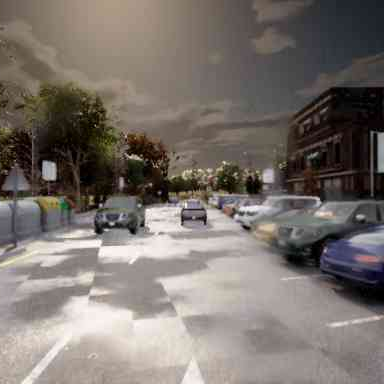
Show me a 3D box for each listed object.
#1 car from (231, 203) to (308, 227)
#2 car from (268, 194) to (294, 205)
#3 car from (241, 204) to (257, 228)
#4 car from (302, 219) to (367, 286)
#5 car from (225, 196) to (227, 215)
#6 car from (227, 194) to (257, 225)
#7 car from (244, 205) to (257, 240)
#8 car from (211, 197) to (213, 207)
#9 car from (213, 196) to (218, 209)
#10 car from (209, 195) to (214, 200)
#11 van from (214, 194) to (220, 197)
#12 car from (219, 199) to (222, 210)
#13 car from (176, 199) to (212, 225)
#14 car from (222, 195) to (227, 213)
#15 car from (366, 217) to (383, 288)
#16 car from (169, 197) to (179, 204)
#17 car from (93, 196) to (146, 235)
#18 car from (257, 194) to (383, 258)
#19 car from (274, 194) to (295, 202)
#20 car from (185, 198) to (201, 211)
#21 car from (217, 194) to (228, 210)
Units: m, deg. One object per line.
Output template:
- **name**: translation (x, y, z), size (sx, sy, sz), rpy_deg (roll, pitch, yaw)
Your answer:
- **car**: translation (5.348, 1.551, 23.090), size (4.792, 1.488, 2.163), rpy_deg (1, 0, -20)
- **car**: translation (18.391, 1.443, 69.154), size (2.435, 2.045, 5.566), rpy_deg (0, 0, -21)
- **car**: translation (5.327, 1.537, 17.089), size (4.792, 1.488, 2.163), rpy_deg (1, 0, -20)
- **car**: translation (5.325, 1.533, 8.096), size (4.674, 1.452, 2.002), rpy_deg (1, 0, -20)
- **car**: translation (5.351, 1.404, 26.105), size (4.553, 1.767, 2.185), rpy_deg (1, 0, -20)
- **car**: translation (5.342, 1.262, 20.091), size (5.566, 2.045, 2.435), rpy_deg (1, 0, -20)
- **car**: translation (5.172, 1.496, 14.032), size (5.366, 1.575, 1.946), rpy_deg (1, 0, -20)
- **car**: translation (5.415, 1.633, 44.128), size (4.674, 1.452, 2.002), rpy_deg (1, 0, -20)
- **car**: translation (5.399, 1.570, 38.126), size (5.008, 1.535, 2.097), rpy_deg (1, 0, -20)
- **car**: translation (5.233, 1.598, 47.070), size (5.366, 1.575, 1.946), rpy_deg (1, 0, -20)
- **van**: translation (5.521, 1.357, 41.172), size (4.442, 1.987, 1.878), rpy_deg (1, 0, -20)
- **car**: translation (5.398, 1.589, 32.114), size (4.674, 1.452, 2.002), rpy_deg (1, 0, -20)
- **car**: translation (0.124, 1.532, 24.765), size (2.128, 1.511, 4.902), rpy_deg (0, 0, 0)
- **car**: translation (5.359, 1.413, 29.106), size (4.553, 1.767, 2.185), rpy_deg (1, 0, -20)
- **car**: translation (5.354, 1.364, 5.099), size (4.553, 1.767, 2.185), rpy_deg (1, 0, -20)
- **car**: translation (-3.688, 1.746, 69.155), size (1.837, 1.490, 4.892), rpy_deg (0, -1, -1)
- **car**: translation (-4.047, 1.249, 19.544), size (2.150, 2.045, 5.566), rpy_deg (0, 0, 0)
- **car**: translation (5.327, 1.245, 11.074), size (5.566, 2.045, 2.435), rpy_deg (1, 0, -20)
- **car**: translation (24.015, 1.513, 86.295), size (2.435, 2.045, 5.566), rpy_deg (0, -1, -21)
- **car**: translation (0.132, 1.578, 42.436), size (1.882, 1.535, 5.008), rpy_deg (0, 0, 0)
- **car**: translation (5.437, 1.435, 35.123), size (4.553, 1.767, 2.185), rpy_deg (1, 0, -20)
